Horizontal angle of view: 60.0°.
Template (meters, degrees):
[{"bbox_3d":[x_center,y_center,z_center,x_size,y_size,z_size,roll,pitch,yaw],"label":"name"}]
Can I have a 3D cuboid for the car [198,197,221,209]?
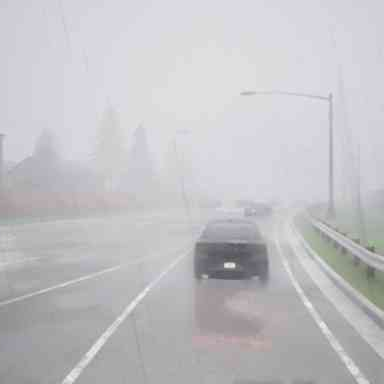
[{"bbox_3d":[2.617,1.525,48.024,2.097,1.767,4.553,0,0,26],"label":"car"}]

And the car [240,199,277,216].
[{"bbox_3d":[6.450,1.681,31.831,1.994,1.385,4.181,0,0,26],"label":"car"}]

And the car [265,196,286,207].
[{"bbox_3d":[13.599,1.765,54.655,1.994,1.385,4.181,0,0,26],"label":"car"}]

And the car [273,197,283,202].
[{"bbox_3d":[23.709,1.933,91.873,1.895,1.301,4.718,0,0,26],"label":"car"}]

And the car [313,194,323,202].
[{"bbox_3d":[33.279,1.551,87.545,2.150,2.045,5.566,0,0,26],"label":"car"}]

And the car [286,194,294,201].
[{"bbox_3d":[26.385,1.555,89.367,2.150,2.045,5.566,0,0,26],"label":"car"}]

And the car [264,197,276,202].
[{"bbox_3d":[19.512,1.858,83.193,1.994,1.385,4.181,0,0,26],"label":"car"}]

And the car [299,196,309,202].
[{"bbox_3d":[30.067,1.808,88.942,1.882,1.535,5.008,0,0,26],"label":"car"}]

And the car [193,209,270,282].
[{"bbox_3d":[1.223,1.514,10.007,1.882,1.535,5.008,0,0,8],"label":"car"}]

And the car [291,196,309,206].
[{"bbox_3d":[19.033,1.815,57.854,1.895,1.301,4.718,0,0,26],"label":"car"}]

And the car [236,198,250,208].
[{"bbox_3d":[8.480,1.668,52.109,1.882,1.535,5.008,0,0,26],"label":"car"}]
